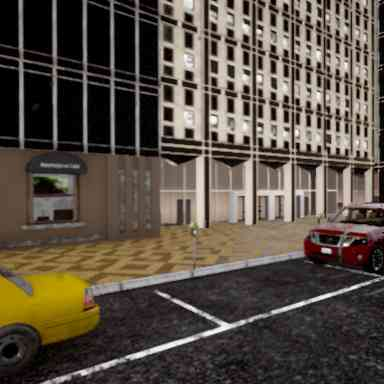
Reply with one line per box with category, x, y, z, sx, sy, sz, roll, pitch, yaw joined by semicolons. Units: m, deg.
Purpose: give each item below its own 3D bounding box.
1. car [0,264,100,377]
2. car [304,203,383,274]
car;-3.623;1.526;3.979;4.829;1.417;1.752;0;0;-36
car;5.780;1.306;10.692;5.009;1.841;2.192;0;0;-36
